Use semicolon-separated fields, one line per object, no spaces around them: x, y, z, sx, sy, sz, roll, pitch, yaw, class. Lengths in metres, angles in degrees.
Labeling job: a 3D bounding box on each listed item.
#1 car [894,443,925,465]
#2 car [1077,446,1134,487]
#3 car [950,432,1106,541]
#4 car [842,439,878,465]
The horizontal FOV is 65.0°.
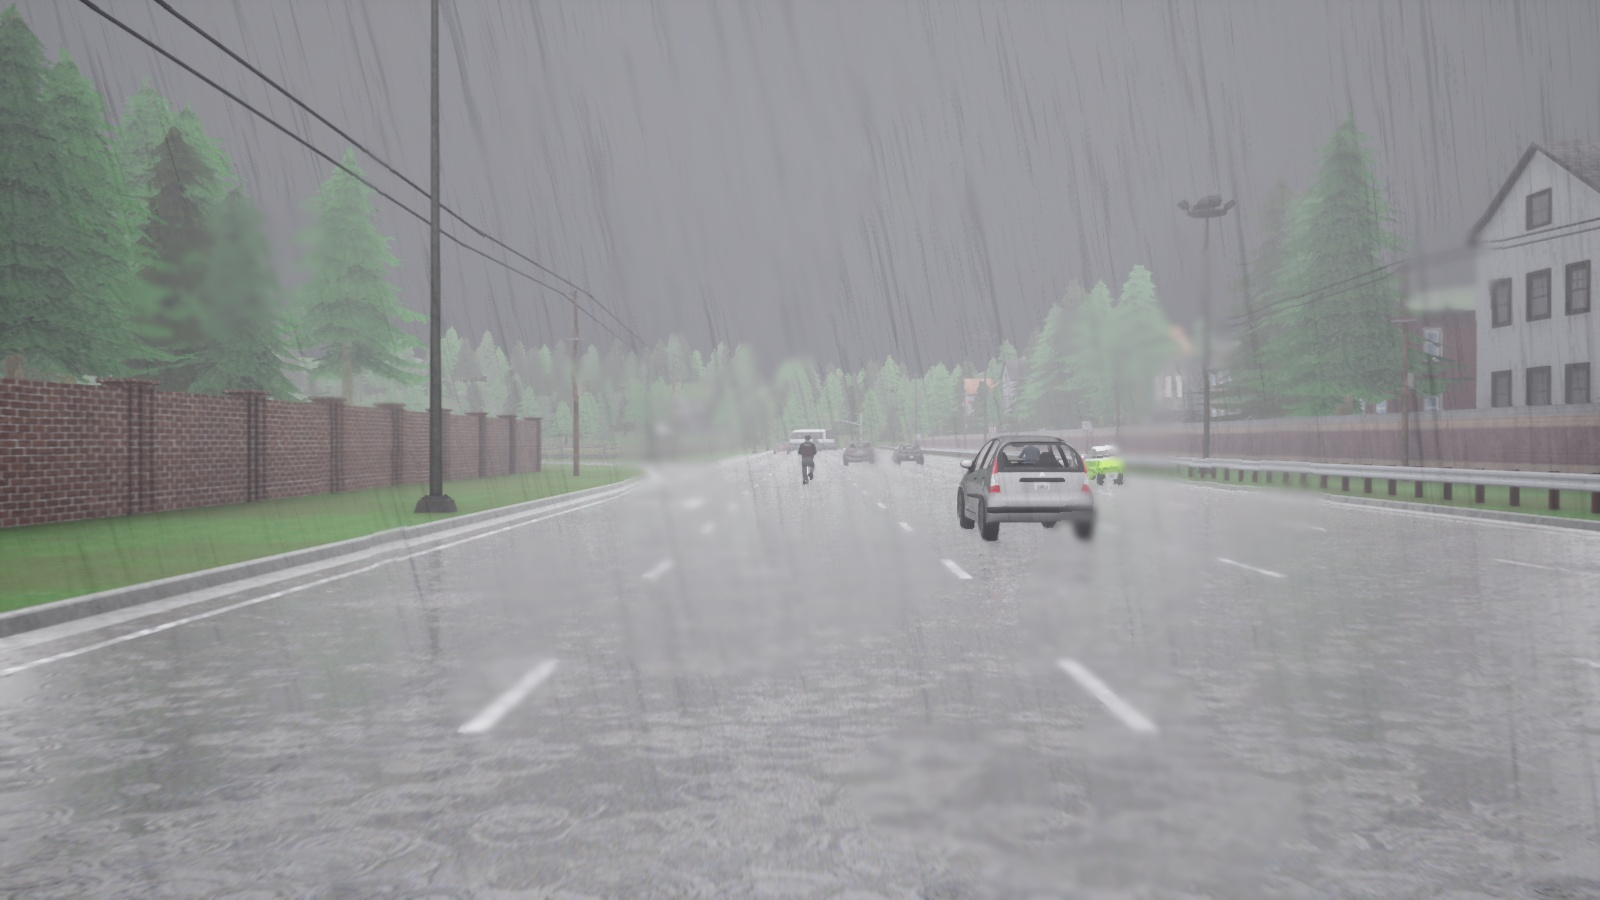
7.510;0.278;86.688;1.816;1.474;4.193;0;0;0;car
10.769;0.560;44.372;1.481;1.376;2.207;0;1;0;car
3.634;0.531;20.693;1.851;1.617;3.988;0;0;0;car
3.995;0.120;84.015;2.242;1.667;4.611;0;0;0;car
